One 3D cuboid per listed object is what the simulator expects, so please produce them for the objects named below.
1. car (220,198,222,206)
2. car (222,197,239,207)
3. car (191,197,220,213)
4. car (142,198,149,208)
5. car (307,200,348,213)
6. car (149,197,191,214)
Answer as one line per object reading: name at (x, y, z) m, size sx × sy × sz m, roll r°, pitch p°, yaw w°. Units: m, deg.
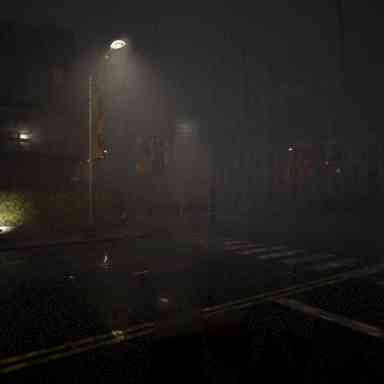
car at (1.760, 1.478, 49.498) m, size 1.882 × 1.535 × 5.008 m, roll 0°, pitch 0°, yaw -35°
car at (4.833, 1.547, 51.185) m, size 2.033 × 1.411 × 5.357 m, roll 0°, pitch 0°, yaw -34°
car at (0.688, 1.564, 36.683) m, size 1.994 × 1.385 × 4.181 m, roll 0°, pitch 0°, yaw -35°
car at (-5.113, 1.492, 45.110) m, size 2.128 × 1.511 × 4.902 m, roll 0°, pitch 0°, yaw -34°
car at (14.951, 1.563, 36.921) m, size 1.994 × 1.385 × 4.181 m, roll 0°, pitch 0°, yaw -41°
car at (-2.397, 1.526, 34.987) m, size 1.812 × 1.442 × 4.674 m, roll 0°, pitch 0°, yaw -35°
